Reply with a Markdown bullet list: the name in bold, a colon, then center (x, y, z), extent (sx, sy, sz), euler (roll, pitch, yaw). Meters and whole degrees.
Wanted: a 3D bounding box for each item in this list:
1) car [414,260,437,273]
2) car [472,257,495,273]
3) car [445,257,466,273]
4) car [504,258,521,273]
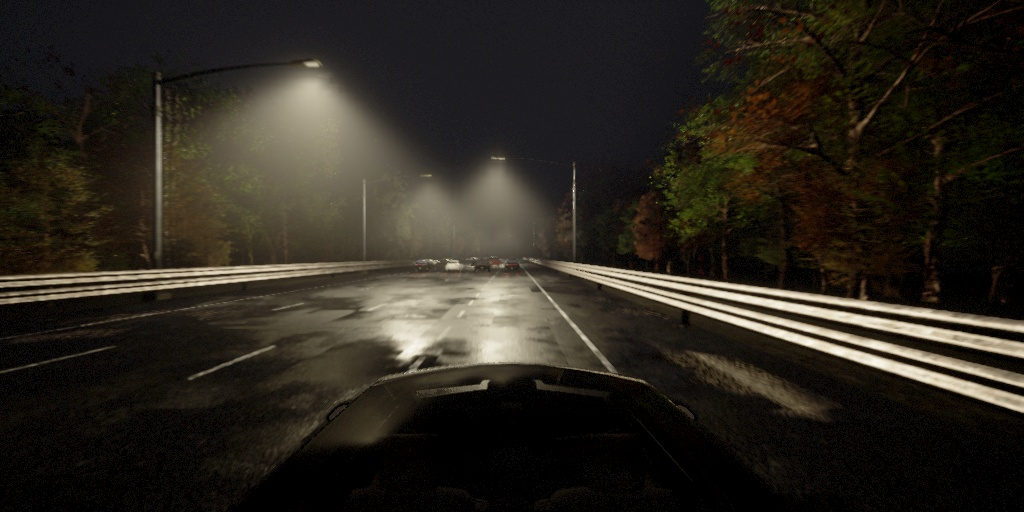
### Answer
- **car**: center (-10.452, 1.200, 43.445), extent (2.128, 1.511, 4.902), euler (0, 0, 0)
- **car**: center (-3.449, 1.185, 43.776), extent (1.882, 1.535, 5.008), euler (0, 0, 0)
- **car**: center (-6.953, 1.233, 43.691), extent (1.812, 1.442, 4.674), euler (0, 0, 0)
- **car**: center (0.048, 1.200, 43.434), extent (2.128, 1.511, 4.902), euler (0, 0, 0)
